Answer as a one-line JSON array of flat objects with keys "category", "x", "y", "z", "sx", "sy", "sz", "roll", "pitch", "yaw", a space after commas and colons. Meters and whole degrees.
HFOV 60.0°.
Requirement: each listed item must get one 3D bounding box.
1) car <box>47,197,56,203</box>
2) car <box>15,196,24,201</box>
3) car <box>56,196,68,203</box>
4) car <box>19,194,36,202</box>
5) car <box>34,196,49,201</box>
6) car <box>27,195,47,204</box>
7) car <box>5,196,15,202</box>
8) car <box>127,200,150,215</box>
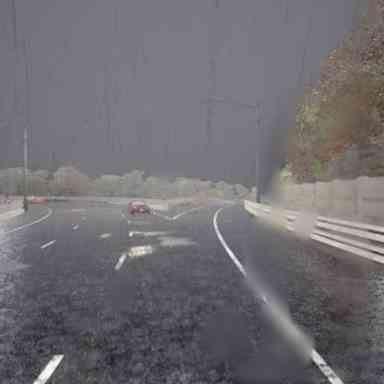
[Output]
[{"category": "car", "x": -33.250, "y": 1.747, "z": 74.762, "sx": 4.902, "sy": 1.511, "sz": 2.128, "roll": 0, "pitch": 0, "yaw": 45}, {"category": "car", "x": -36.571, "y": 1.835, "z": 73.159, "sx": 4.718, "sy": 1.301, "sz": 1.895, "roll": 0, "pitch": 0, "yaw": 45}, {"category": "car", "x": -30.805, "y": 1.739, "z": 77.257, "sx": 5.357, "sy": 1.411, "sz": 2.033, "roll": 0, "pitch": 0, "yaw": 45}, {"category": "car", "x": -40.650, "y": 1.462, "z": 81.991, "sx": 4.553, "sy": 1.767, "sz": 2.097, "roll": 0, "pitch": 0, "yaw": 39}, {"category": "car", "x": -38.329, "y": 1.643, "z": 84.611, "sx": 4.181, "sy": 1.385, "sz": 1.994, "roll": 0, "pitch": 0, "yaw": 39}, {"category": "car", "x": -31.794, "y": 1.570, "z": 67.837, "sx": 2.097, "sy": 1.767, "sz": 4.553, "roll": 0, "pitch": 0, "yaw": -40}, {"category": "car", "x": -43.014, "y": 1.648, "z": 79.409, "sx": 4.902, "sy": 1.511, "sz": 2.128, "roll": 0, "pitch": 0, "yaw": 39}, {"category": "car", "x": -5.510, "y": 1.568, "z": 33.969, "sx": 1.812, "sy": 1.442, "sz": 4.674, "roll": 0, "pitch": 0, "yaw": -18}]
